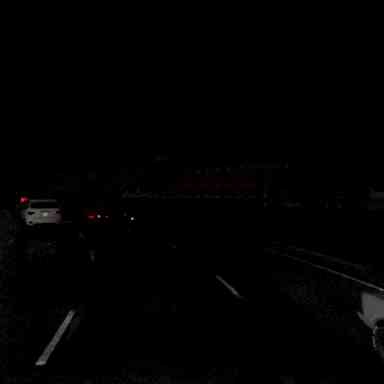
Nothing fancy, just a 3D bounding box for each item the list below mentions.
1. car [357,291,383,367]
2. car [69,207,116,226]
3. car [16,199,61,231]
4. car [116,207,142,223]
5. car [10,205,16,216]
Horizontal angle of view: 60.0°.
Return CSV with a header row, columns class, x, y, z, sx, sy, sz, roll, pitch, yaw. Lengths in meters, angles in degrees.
class,x,y,z,sx,sy,sz,roll,pitch,yaw
car,3.462,1.625,2.762,1.895,1.301,4.718,0,-1,-4
car,-8.159,1.867,26.196,2.033,1.411,5.357,0,-1,-34
car,-10.690,1.516,23.271,2.150,2.045,5.566,1,-1,-32
car,-6.263,1.954,29.507,1.895,1.301,4.718,0,-1,-35
car,-18.992,1.835,37.978,4.553,1.767,2.097,-1,-1,43
